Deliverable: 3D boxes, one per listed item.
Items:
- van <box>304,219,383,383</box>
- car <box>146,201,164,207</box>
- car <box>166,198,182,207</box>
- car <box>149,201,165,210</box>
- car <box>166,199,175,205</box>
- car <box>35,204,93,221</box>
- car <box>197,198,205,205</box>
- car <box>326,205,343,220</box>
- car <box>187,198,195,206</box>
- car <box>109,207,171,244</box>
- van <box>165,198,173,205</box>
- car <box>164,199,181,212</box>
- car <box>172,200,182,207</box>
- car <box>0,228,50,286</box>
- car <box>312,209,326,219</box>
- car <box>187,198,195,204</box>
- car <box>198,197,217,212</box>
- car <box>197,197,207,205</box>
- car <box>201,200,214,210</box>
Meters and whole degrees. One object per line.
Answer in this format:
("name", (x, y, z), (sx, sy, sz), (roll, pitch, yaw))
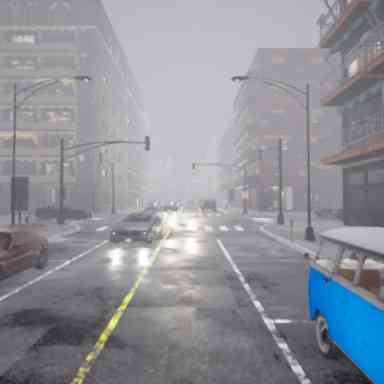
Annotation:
("van", (2.542, 1.379, 3.499), (1.690, 1.788, 3.998), (1, -1, 0))
("car", (-5.461, 2.071, 47.132), (1.947, 1.339, 4.313), (1, -1, 0))
("car", (-3.024, 2.143, 57.264), (1.812, 1.442, 4.674), (0, -1, 0))
("car", (-5.481, 2.132, 52.693), (1.947, 1.339, 4.313), (1, -1, 0))
("car", (-5.600, 2.563, 86.062), (2.008, 1.369, 4.403), (1, -1, 0))
("car", (-11.344, 1.818, 29.666), (4.902, 1.511, 2.128), (0, -2, -4))
("car", (2.281, 2.452, 86.126), (1.967, 1.590, 4.097), (1, -1, 0))
("car", (13.653, 1.718, 26.966), (4.403, 1.369, 2.008), (0, -2, 0))
("car", (-0.265, 2.421, 77.195), (1.994, 1.385, 4.181), (0, -1, 0))
("car", (-2.593, 1.730, 17.050), (2.033, 1.411, 5.357), (0, -1, 3))
("van", (-5.576, 2.266, 80.501), (1.690, 1.788, 3.998), (1, -1, 0))
("car", (-3.006, 2.071, 47.374), (1.994, 1.385, 4.181), (0, -1, -1))
("car", (-2.991, 2.269, 67.465), (1.812, 1.442, 4.674), (0, -1, 0))
("car", (-5.329, 1.679, 9.055), (1.802, 1.307, 4.206), (1, -1, 0))
("car", (14.245, 1.936, 32.378), (4.718, 1.301, 1.895), (0, -2, -3))
("car", (-0.300, 2.400, 87.205), (2.033, 1.411, 5.357), (0, -1, 0))
("car", (2.423, 1.820, 47.208), (2.192, 1.841, 5.009), (1, -1, 0))
("car", (2.303, 2.240, 80.564), (2.192, 1.841, 5.009), (1, -1, 0))
("car", (2.399, 2.093, 52.935), (1.752, 1.417, 4.829), (1, -1, 0))
